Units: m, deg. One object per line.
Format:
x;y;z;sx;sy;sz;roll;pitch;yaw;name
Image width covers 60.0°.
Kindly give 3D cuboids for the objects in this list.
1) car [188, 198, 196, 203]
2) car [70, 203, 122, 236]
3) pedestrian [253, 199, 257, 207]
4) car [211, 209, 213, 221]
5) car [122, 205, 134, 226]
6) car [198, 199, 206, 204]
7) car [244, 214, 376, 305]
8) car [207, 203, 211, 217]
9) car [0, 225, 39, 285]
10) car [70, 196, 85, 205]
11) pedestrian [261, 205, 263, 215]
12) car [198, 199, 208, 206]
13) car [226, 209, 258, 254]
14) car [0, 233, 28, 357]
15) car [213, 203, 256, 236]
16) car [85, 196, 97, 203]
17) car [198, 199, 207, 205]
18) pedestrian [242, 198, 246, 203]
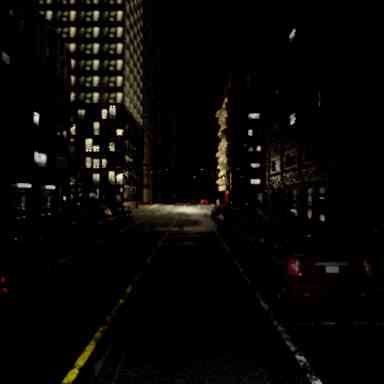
-0.026;2.436;91.074;1.994;1.385;4.181;0;-1;0;car
-5.695;1.657;19.668;1.967;1.590;4.097;0;-1;0;car
7.123;1.721;37.899;0.375;1.860;0.375;0;-1;0;pedestrian
2.684;1.807;25.524;1.752;1.417;4.829;0;-1;0;car
-5.696;1.720;25.350;1.967;1.590;4.097;0;-1;0;car
2.665;2.591;91.621;2.008;1.369;4.403;0;-1;0;car
2.688;1.532;8.308;1.967;1.590;4.097;0;-1;0;car
2.682;1.909;31.036;1.947;1.339;4.313;0;-1;0;car
-5.692;1.674;8.302;1.802;1.307;4.206;0;-1;0;car
-17.572;1.504;44.720;5.009;1.841;2.192;1;-2;0;car
8.123;1.743;38.499;0.375;1.860;0.375;0;-1;0;pedestrian
2.720;2.404;73.056;1.802;1.307;4.206;0;-1;0;car
2.687;1.681;14.160;1.752;1.417;4.829;0;-1;0;car
-3.099;1.239;1.482;2.150;2.045;5.566;0;-1;0;car
2.685;1.532;19.674;2.192;1.841;5.009;0;-1;0;car
-17.709;1.616;53.097;5.009;1.841;2.192;1;-2;0;car
2.666;2.525;85.973;2.008;1.369;4.403;0;-1;0;car
6.123;1.574;39.101;0.375;1.860;0.375;0;-1;0;pedestrian
